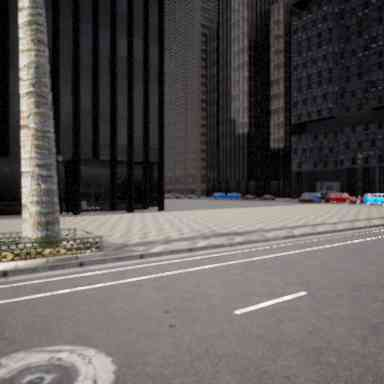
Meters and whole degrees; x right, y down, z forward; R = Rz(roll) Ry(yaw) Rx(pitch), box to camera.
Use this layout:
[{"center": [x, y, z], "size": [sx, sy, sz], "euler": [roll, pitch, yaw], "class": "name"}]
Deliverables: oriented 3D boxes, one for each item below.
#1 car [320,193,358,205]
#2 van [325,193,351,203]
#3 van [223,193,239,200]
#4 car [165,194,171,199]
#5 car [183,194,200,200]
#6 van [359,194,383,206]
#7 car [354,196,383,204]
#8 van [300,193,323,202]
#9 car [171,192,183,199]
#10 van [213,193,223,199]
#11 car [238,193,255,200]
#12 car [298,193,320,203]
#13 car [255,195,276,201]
[{"center": [23.428, 1.071, 52.187], "size": [2.192, 1.841, 5.009], "euler": [0, 0, -36], "class": "car"}, {"center": [27.068, 1.082, 61.762], "size": [1.690, 1.788, 3.998], "euler": [0, 0, -36], "class": "van"}, {"center": [10.581, 1.080, 84.870], "size": [1.690, 1.788, 3.998], "euler": [0, 0, -36], "class": "van"}, {"center": [-6.151, 1.278, 93.644], "size": [1.752, 1.417, 4.829], "euler": [0, 0, -36], "class": "car"}, {"center": [0.345, 1.302, 84.539], "size": [2.008, 1.369, 4.403], "euler": [0, 0, -36], "class": "car"}, {"center": [26.725, 1.101, 47.566], "size": [1.690, 1.788, 3.998], "euler": [0, 0, -36], "class": "van"}, {"center": [30.366, 1.326, 57.140], "size": [1.802, 1.307, 4.206], "euler": [0, 0, -36], "class": "car"}, {"center": [23.771, 1.080, 66.383], "size": [1.690, 1.788, 3.998], "euler": [0, 0, -36], "class": "van"}, {"center": [-2.952, 1.192, 89.161], "size": [1.967, 1.590, 4.097], "euler": [0, 0, -36], "class": "car"}, {"center": [7.283, 1.081, 89.492], "size": [1.690, 1.788, 3.998], "euler": [0, 0, -36], "class": "van"}, {"center": [13.879, 1.321, 80.249], "size": [1.802, 1.307, 4.206], "euler": [0, 0, -36], "class": "car"}, {"center": [20.130, 1.335, 56.809], "size": [1.802, 1.307, 4.206], "euler": [0, 0, -36], "class": "car"}, {"center": [17.176, 1.320, 75.627], "size": [1.802, 1.307, 4.206], "euler": [0, 0, -36], "class": "car"}]
